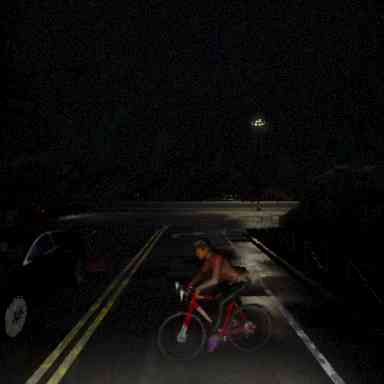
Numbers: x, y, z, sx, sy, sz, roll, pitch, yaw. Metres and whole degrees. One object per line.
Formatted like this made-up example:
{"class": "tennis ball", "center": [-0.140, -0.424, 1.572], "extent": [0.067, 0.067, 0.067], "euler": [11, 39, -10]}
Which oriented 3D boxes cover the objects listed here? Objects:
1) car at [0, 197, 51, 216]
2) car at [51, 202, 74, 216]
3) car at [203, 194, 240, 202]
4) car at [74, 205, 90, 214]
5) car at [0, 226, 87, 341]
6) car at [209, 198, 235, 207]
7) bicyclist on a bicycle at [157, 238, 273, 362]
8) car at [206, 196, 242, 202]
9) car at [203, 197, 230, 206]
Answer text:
{"class": "car", "center": [-16.478, 1.412, 30.575], "extent": [5.566, 2.045, 2.150], "euler": [0, 0, -1]}
{"class": "car", "center": [-15.126, 1.695, 34.094], "extent": [4.892, 1.490, 1.837], "euler": [0, 0, -1]}
{"class": "car", "center": [4.996, 1.410, 52.054], "extent": [5.566, 2.045, 2.150], "euler": [0, 0, -1]}
{"class": "car", "center": [-13.997, 1.790, 37.608], "extent": [4.718, 1.301, 1.895], "euler": [0, 0, -1]}
{"class": "car", "center": [-3.590, 1.491, 6.583], "extent": [2.128, 1.511, 4.902], "euler": [0, 0, 0]}
{"class": "car", "center": [4.968, 1.750, 55.551], "extent": [4.181, 1.385, 1.994], "euler": [0, 0, -1]}
{"class": "bicyclist on a bicycle", "center": [0.319, 1.442, 4.517], "extent": [1.656, 1.620, 0.582], "euler": [-2, 0, -12]}
{"class": "car", "center": [4.768, 1.713, 48.551], "extent": [4.674, 1.442, 1.812], "euler": [0, 0, -1]}
{"class": "car", "center": [4.318, 1.711, 59.042], "extent": [4.674, 1.442, 1.812], "euler": [0, 0, -1]}
